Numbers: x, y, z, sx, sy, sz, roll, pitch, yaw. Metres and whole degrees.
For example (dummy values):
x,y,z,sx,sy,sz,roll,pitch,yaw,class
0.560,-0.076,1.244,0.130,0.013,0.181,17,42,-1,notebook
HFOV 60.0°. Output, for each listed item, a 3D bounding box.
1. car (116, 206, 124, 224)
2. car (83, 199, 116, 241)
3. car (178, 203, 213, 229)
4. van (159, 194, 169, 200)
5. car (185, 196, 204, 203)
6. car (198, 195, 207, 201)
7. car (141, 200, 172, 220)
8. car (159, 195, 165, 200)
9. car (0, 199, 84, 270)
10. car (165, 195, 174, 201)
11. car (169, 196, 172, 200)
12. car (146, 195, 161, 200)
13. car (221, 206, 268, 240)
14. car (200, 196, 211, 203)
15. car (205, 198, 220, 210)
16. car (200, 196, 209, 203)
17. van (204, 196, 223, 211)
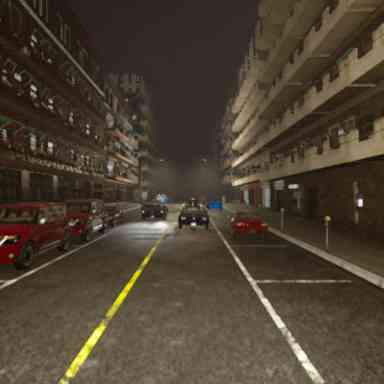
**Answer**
x,y,z,sx,sy,sz,roll,pitch,yaw,class
-5.680,1.578,22.383,1.802,1.307,4.206,1,0,0,car
-5.676,1.312,16.812,2.192,1.841,5.009,1,0,0,car
0.101,1.597,21.724,1.895,1.301,4.718,0,0,0,car
-5.677,1.331,61.381,1.690,1.788,3.998,1,0,0,van
0.100,1.540,41.439,2.033,1.411,5.357,0,0,0,car
2.668,1.538,83.626,2.008,1.369,4.403,1,0,0,car
-3.014,1.596,27.759,1.895,1.301,4.718,0,0,0,car
-5.680,1.558,50.239,1.947,1.339,4.313,1,0,0,car
-5.676,1.313,11.240,2.192,1.841,5.009,1,0,0,car
-5.680,1.569,83.665,1.802,1.307,4.206,1,0,0,car
-5.679,1.540,66.951,2.008,1.369,4.403,1,0,0,car
-5.679,1.518,44.497,1.752,1.417,4.829,1,0,0,car
2.700,1.579,16.772,1.802,1.307,4.206,1,0,0,car
2.667,1.555,66.912,1.947,1.339,4.313,1,0,0,car
2.708,1.517,44.798,1.752,1.417,4.829,1,0,0,car
2.668,1.570,72.484,1.802,1.307,4.206,1,0,0,car
2.706,1.334,39.057,1.690,1.788,3.998,1,0,0,van
